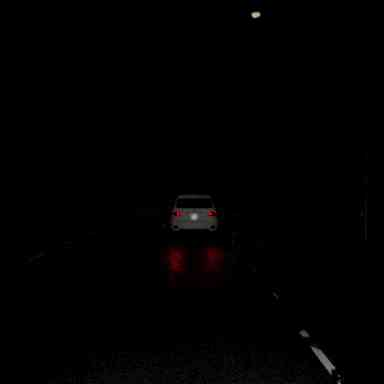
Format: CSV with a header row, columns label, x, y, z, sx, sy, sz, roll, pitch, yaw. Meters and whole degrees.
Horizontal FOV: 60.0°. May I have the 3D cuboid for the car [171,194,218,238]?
label,x,y,z,sx,sy,sz,roll,pitch,yaw
car,0.102,1.125,17.077,2.150,2.045,5.566,0,0,0

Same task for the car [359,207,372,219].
label,x,y,z,sx,sy,sz,roll,pitch,yaw
car,15.876,1.583,26.267,4.892,1.490,1.837,1,-3,0
